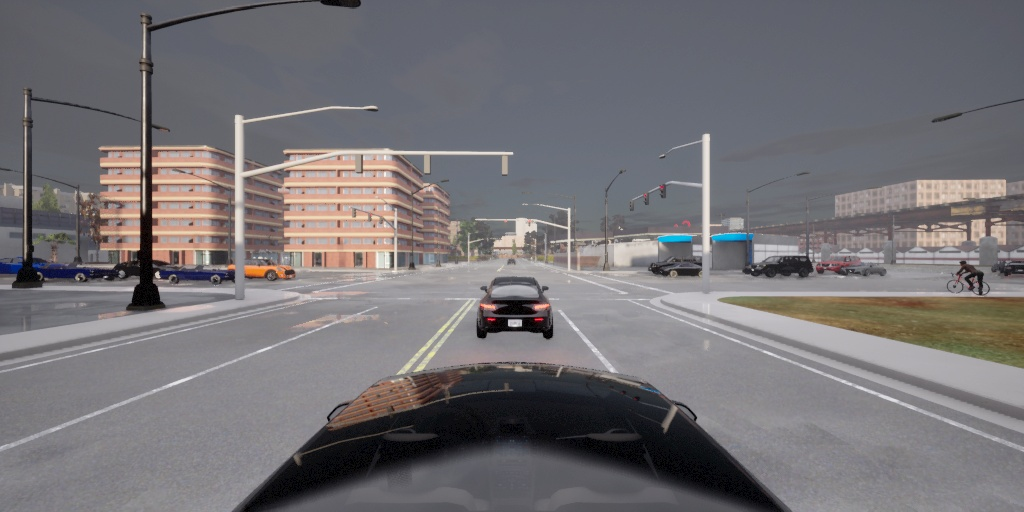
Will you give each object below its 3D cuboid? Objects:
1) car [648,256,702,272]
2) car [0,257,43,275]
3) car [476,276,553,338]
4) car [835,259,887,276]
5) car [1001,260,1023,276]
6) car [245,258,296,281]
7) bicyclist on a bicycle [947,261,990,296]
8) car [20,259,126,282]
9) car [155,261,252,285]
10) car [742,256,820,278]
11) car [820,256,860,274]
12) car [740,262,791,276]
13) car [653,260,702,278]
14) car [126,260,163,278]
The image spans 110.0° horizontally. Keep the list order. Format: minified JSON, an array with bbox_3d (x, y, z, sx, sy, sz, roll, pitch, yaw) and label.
[{"bbox_3d":[17.183,0.971,37.340,5.566,2.045,2.150,0,0,1],"label":"car"},{"bbox_3d":[-38.176,0.821,28.310,5.008,1.535,1.882,1,0,1],"label":"car"},{"bbox_3d":[0.073,1.276,10.015,1.812,1.442,4.674,0,0,0],"label":"car"},{"bbox_3d":[35.243,1.314,35.978,4.181,1.385,1.994,0,0,-18],"label":"car"},{"bbox_3d":[50.501,1.228,35.516,5.008,1.535,1.882,0,0,-33],"label":"car"},{"bbox_3d":[-19.466,0.986,27.959,4.553,1.767,2.097,1,0,1],"label":"car"},{"bbox_3d":[21.908,1.051,17.256,0.582,1.620,1.656,0,0,0],"label":"bicyclist on a bicycle"},{"bbox_3d":[-30.080,1.088,24.654,4.718,1.301,1.895,1,0,1],"label":"car"},{"bbox_3d":[-20.965,1.220,24.490,4.718,1.301,1.895,1,0,2],"label":"car"},{"bbox_3d":[25.449,0.971,34.037,5.566,2.045,2.150,0,0,-5],"label":"car"},{"bbox_3d":[36.621,0.971,40.073,5.566,2.045,2.150,0,0,-22],"label":"car"},{"bbox_3d":[26.583,1.314,37.696,4.181,1.385,1.994,0,0,-8],"label":"car"},{"bbox_3d":[16.096,1.314,33.906,4.181,1.385,1.994,0,0,0],"label":"car"},{"bbox_3d":[-28.243,1.021,28.122,4.892,1.490,1.837,1,0,1],"label":"car"}]
